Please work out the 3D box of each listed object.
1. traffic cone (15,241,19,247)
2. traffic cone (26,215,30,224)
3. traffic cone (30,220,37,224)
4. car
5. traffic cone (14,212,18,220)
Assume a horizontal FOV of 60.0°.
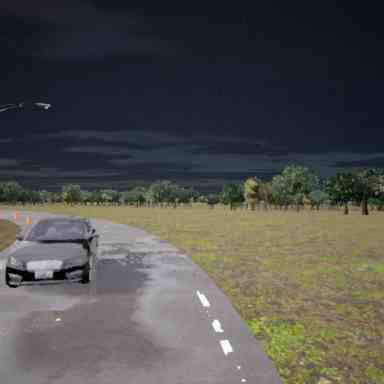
[{"bbox_3d":[-6.014,1.967,11.441,0.340,0.580,0.340,0,0,-15],"label":"traffic cone"},{"bbox_3d":[-11.932,2.005,24.261,0.340,0.580,0.340,1,0,-34],"label":"traffic cone"},{"bbox_3d":[-9.492,1.991,20.214,0.340,0.580,0.340,0,0,-28],"label":"traffic cone"},{"bbox_3d":[-3.702,1.503,9.498,2.128,1.511,4.902,0,0,-13],"label":"car"},{"bbox_3d":[-14.803,2.017,28.015,0.340,0.580,0.340,1,-1,-41],"label":"traffic cone"}]
